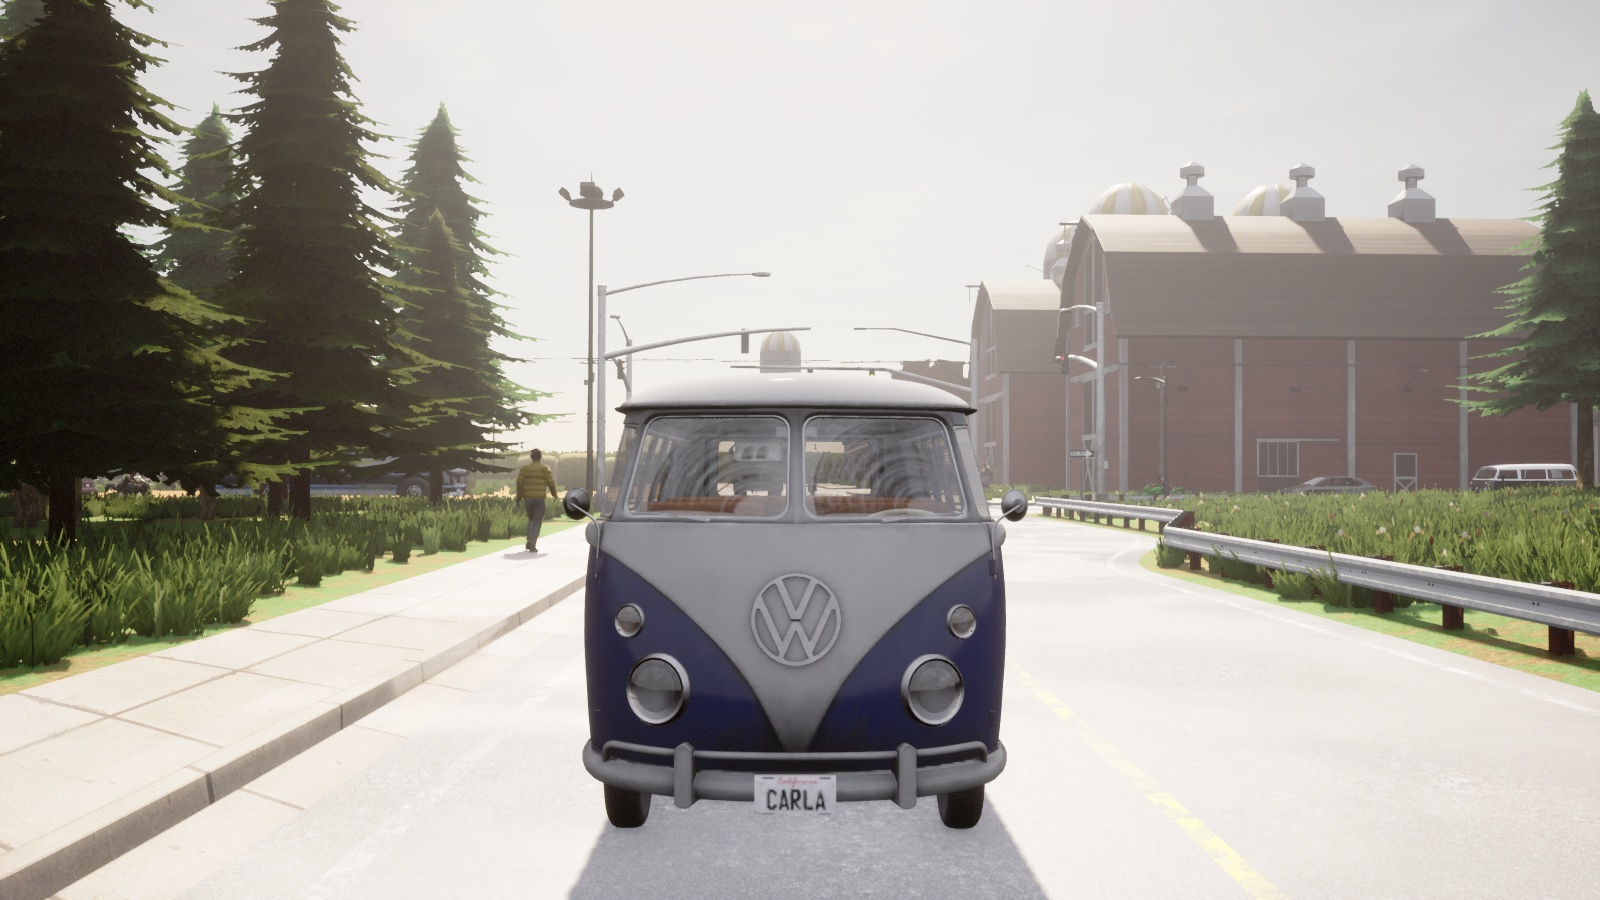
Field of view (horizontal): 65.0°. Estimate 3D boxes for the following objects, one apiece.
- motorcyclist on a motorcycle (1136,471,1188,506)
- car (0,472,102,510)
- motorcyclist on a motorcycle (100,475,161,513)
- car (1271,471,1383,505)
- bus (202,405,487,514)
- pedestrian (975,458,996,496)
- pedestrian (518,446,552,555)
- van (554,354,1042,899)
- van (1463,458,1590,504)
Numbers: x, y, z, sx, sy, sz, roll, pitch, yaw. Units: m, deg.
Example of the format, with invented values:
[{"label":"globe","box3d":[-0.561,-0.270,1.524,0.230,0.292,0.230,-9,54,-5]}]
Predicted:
[{"label":"motorcyclist on a motorcycle","box3d":[16.080,1.694,55.812,2.044,1.523,0.797,0,-1,-1]},{"label":"car","box3d":[-32.903,1.787,54.674,3.988,1.617,1.851,0,-1,-1]},{"label":"motorcyclist on a motorcycle","box3d":[-27.342,1.792,51.301,2.044,1.523,0.797,0,-1,-1]},{"label":"car","box3d":[23.452,1.699,55.983,4.193,1.474,1.816,0,-1,-1]},{"label":"bus","box3d":[-18.437,0.402,51.531,10.273,4.253,3.944,0,-1,-1]},{"label":"pedestrian","box3d":[9.799,1.426,66.364,0.873,1.952,0.659,0,-1,-23]},{"label":"pedestrian","box3d":[-4.528,0.855,21.482,0.431,1.840,0.709,0,-1,1]},{"label":"van","box3d":[-0.024,0.681,6.802,1.775,1.987,4.442,0,-1,0]},{"label":"van","box3d":[32.474,1.376,56.197,4.480,2.038,2.069,0,-1,-1]}]
